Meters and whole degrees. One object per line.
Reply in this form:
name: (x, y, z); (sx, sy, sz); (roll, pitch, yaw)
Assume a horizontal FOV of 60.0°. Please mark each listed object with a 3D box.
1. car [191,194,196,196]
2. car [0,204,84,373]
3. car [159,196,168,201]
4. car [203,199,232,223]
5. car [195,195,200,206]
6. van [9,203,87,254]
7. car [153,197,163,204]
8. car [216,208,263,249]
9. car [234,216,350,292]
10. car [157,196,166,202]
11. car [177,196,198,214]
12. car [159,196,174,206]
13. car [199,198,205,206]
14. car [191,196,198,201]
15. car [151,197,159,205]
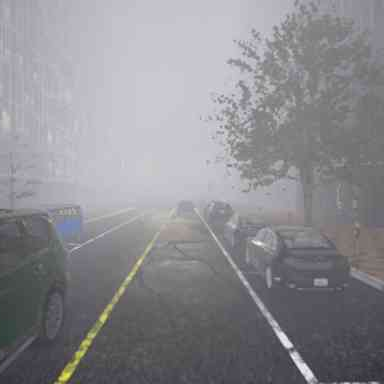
car: (1.166, 1.725, 71.408); (1.947, 1.339, 4.313); (0, 0, -1)
car: (-3.057, 1.249, 3.382); (2.150, 2.045, 5.566); (0, 0, -1)
car: (-7.582, 1.787, 88.308); (1.947, 1.339, 4.313); (0, 0, -1)
car: (2.150, 1.507, 25.880); (1.967, 1.590, 4.097); (0, 0, -1)
car: (1.535, 1.677, 54.336); (1.887, 1.381, 4.507); (0, 0, -1)
van: (-5.983, 1.418, 14.321); (1.690, 1.788, 3.998); (0, 0, -1)
car: (-7.212, 1.782, 71.235); (1.802, 1.307, 4.206); (0, 0, -1)
car: (2.396, 1.588, 14.497); (2.008, 1.369, 4.403); (0, 0, -1)
car: (2.520, 1.570, 8.806); (2.008, 1.369, 4.403); (0, 0, -1)
car: (-7.459, 1.759, 82.617); (1.887, 1.381, 4.507); (0, 0, -1)
car: (-0.671, 1.584, 36.526); (1.882, 1.535, 5.008); (0, 0, -1)
car: (-4.297, 1.523, 60.694); (2.097, 1.767, 4.553); (0, 0, -1)
car: (2.027, 1.521, 31.571); (1.967, 1.590, 4.097); (0, 0, -1)
car: (0.674, 1.753, 94.172); (1.947, 1.339, 4.313); (0, 0, -1)
car: (-7.089, 1.736, 65.543); (1.887, 1.381, 4.507); (0, 0, -1)
